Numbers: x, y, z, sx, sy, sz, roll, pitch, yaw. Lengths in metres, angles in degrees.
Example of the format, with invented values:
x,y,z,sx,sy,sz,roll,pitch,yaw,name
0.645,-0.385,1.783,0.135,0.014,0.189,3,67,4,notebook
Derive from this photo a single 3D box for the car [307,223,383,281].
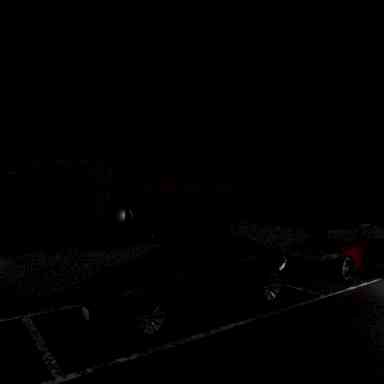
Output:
x,y,z,sx,sy,sz,roll,pitch,yaw,name
4.552,1.582,9.781,4.206,1.307,1.802,0,0,-35,car

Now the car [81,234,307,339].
x,y,z,sx,sy,sz,roll,pitch,yaw,name
0.072,1.566,6.587,4.313,1.339,1.947,0,0,-35,car
